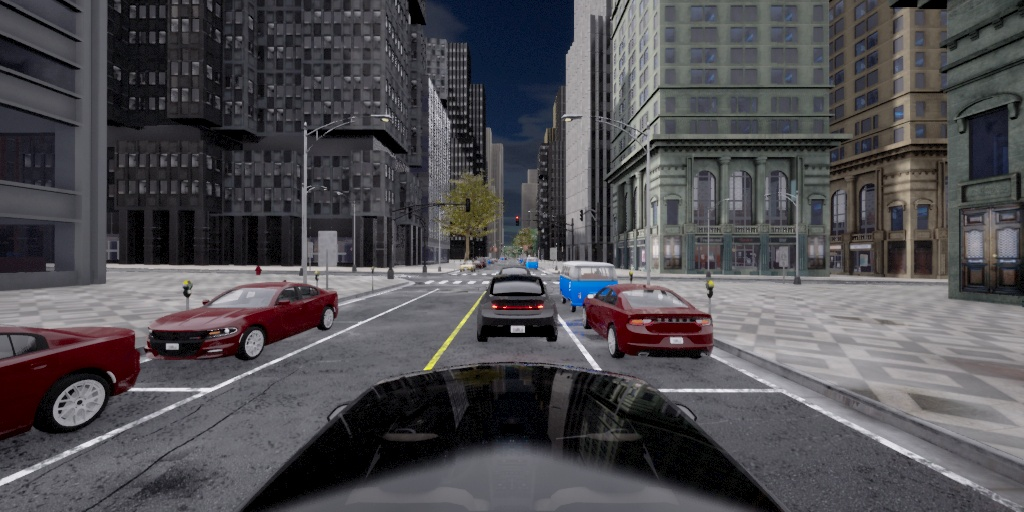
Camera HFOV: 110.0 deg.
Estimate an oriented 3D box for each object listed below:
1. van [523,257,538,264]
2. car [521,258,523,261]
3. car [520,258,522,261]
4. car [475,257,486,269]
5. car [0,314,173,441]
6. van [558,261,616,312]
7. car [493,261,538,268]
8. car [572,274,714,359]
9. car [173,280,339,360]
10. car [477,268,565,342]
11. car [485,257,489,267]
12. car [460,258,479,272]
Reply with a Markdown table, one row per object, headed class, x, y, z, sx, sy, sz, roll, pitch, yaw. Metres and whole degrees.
| class | x | y | z | sx | sy | sz | roll | pitch | yaw |
| --- | --- | --- | --- | --- | --- | --- | --- | --- | --- |
| van | 2.874 | 1.116 | 51.807 | 1.690 | 1.789 | 3.998 | 0 | 0 | 0 |
| car | 2.886 | 1.346 | 57.220 | 1.948 | 1.339 | 4.313 | 0 | 0 | 0 |
| car | 2.897 | 1.331 | 62.633 | 1.888 | 1.381 | 4.507 | 0 | 0 | 0 |
| car | -5.640 | 1.325 | 57.008 | 1.888 | 1.381 | 4.507 | 0 | 0 | 0 |
| car | -5.776 | 1.295 | 2.810 | 1.888 | 1.381 | 4.507 | 0 | 0 | 0 |
| van | 2.803 | 1.093 | 13.823 | 1.690 | 1.789 | 3.998 | 0 | 0 | 0 |
| car | 0.134 | 1.231 | 18.950 | 1.882 | 1.535 | 5.008 | 0 | 0 | 0 |
| car | 2.790 | 1.296 | 8.298 | 1.888 | 1.381 | 4.507 | 0 | 0 | 0 |
| car | -5.765 | 1.296 | 8.335 | 1.888 | 1.381 | 4.507 | 0 | 0 | 0 |
| car | 0.119 | 1.256 | 9.774 | 1.837 | 1.490 | 4.892 | 0 | 0 | 0 |
| car | -5.628 | 1.100 | 62.297 | 2.192 | 1.841 | 5.009 | 0 | 0 | 0 |
| car | -5.670 | 1.296 | 46.258 | 1.751 | 1.417 | 4.829 | 0 | 0 | 0 |
